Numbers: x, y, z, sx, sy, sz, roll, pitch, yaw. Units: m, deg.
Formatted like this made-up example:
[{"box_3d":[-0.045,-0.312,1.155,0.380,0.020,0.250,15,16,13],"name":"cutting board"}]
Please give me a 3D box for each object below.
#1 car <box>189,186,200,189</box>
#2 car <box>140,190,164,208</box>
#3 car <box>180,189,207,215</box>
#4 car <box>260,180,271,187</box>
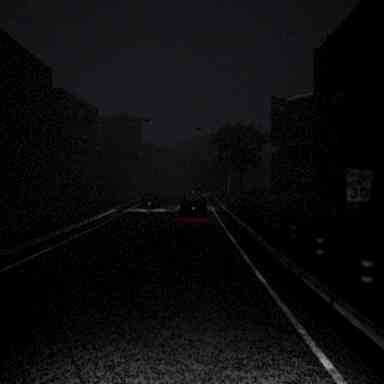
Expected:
[{"box_3d":[0.297,-0.018,42.783,2.033,1.411,5.357,0,3,3],"name":"car"},{"box_3d":[-3.582,0.582,30.449,1.837,1.490,4.892,0,3,0],"name":"car"},{"box_3d":[0.099,0.830,25.064,1.882,1.535,5.008,0,3,0],"name":"car"},{"box_3d":[16.367,-1.770,67.803,4.892,1.490,1.837,-3,1,-11],"name":"car"}]
